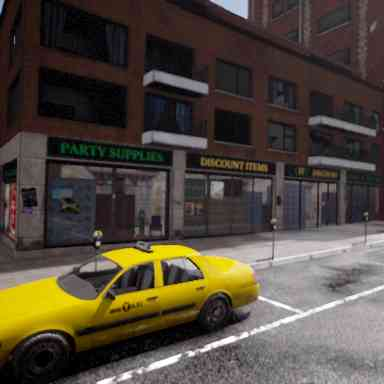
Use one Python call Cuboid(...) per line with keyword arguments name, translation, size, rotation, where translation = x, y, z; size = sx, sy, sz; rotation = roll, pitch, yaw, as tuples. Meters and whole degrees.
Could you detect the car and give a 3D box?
Cuboid(name="car", translation=(-1.025, 1.525, 5.341), size=(4.829, 1.417, 1.752), rotation=(0, 2, -35))
